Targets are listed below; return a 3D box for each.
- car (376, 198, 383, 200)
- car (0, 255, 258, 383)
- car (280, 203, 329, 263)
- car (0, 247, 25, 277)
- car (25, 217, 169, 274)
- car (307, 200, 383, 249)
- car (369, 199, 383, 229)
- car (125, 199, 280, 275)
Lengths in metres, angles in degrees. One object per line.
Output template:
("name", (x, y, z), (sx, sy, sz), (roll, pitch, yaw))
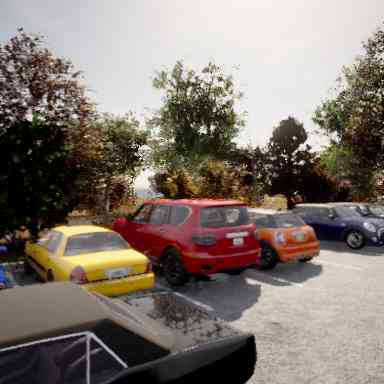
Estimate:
("car", (8.565, 1.329, 16.212), (2.185, 1.767, 4.553), (0, 0, -36))
("car", (-1.761, 1.601, 2.681), (4.718, 1.301, 1.895), (0, 0, -35))
("car", (1.902, 1.342, 11.381), (2.185, 1.767, 4.553), (0, 0, -36))
("car", (-4.919, 1.481, 6.559), (2.097, 1.535, 5.008), (0, 0, -36))
("car", (-2.859, 1.474, 8.250), (1.946, 1.575, 5.366), (0, 0, -36))
("car", (6.298, 1.334, 14.595), (2.185, 1.767, 4.553), (0, 0, -36))
("car", (13.238, 1.320, 19.470), (2.185, 1.767, 4.553), (0, 0, -36))
("car", (-0.501, 1.221, 9.739), (2.435, 2.045, 5.566), (0, 0, -36))
